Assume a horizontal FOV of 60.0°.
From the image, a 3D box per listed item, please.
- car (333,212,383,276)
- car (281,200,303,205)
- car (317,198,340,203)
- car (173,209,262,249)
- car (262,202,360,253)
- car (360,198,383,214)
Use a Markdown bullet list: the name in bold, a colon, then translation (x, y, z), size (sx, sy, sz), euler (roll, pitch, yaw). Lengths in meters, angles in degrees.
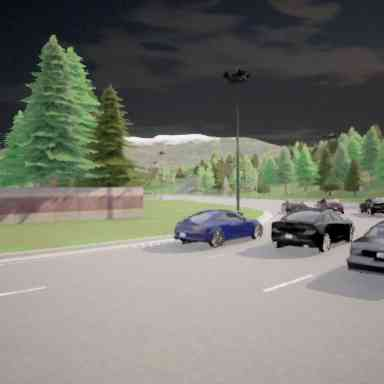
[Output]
- **car**: translation (6.081, 1.468, 9.351), size (2.033, 1.411, 5.357), euler (0, 0, 44)
- **car**: translation (9.914, 1.417, 32.678), size (1.895, 1.301, 4.718), euler (0, 0, 8)
- **car**: translation (13.214, 1.315, 32.131), size (1.812, 1.442, 4.674), euler (0, 0, 9)
- **car**: translation (1.230, 1.472, 14.449), size (1.812, 1.442, 4.674), euler (0, 0, 44)
- **car**: translation (5.029, 1.395, 13.549), size (1.882, 1.535, 5.008), euler (0, 1, 41)
- **car**: translation (16.266, 1.249, 29.377), size (1.882, 1.535, 5.008), euler (0, 0, 12)
